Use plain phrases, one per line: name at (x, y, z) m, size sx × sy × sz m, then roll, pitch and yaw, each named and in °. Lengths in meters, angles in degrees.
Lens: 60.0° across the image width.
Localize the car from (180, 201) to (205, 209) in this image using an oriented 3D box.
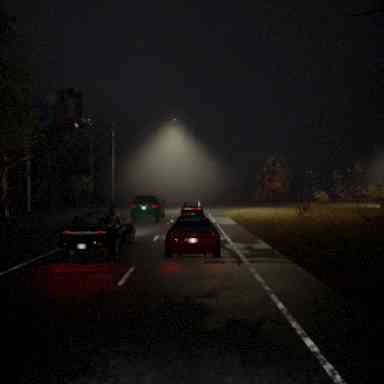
car at (0.039, 1.516, 27.888) m, size 2.128 × 1.511 × 4.902 m, roll 0°, pitch 0°, yaw 0°

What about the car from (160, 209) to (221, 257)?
car at (0.044, 1.574, 13.058) m, size 1.994 × 1.385 × 4.181 m, roll 0°, pitch 0°, yaw 0°

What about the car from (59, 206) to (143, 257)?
car at (-3.458, 1.501, 12.881) m, size 2.128 × 1.511 × 4.902 m, roll 0°, pitch 0°, yaw 0°

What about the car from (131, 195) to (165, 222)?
car at (-3.469, 1.246, 26.741) m, size 2.150 × 2.045 × 5.566 m, roll 0°, pitch 0°, yaw 1°
